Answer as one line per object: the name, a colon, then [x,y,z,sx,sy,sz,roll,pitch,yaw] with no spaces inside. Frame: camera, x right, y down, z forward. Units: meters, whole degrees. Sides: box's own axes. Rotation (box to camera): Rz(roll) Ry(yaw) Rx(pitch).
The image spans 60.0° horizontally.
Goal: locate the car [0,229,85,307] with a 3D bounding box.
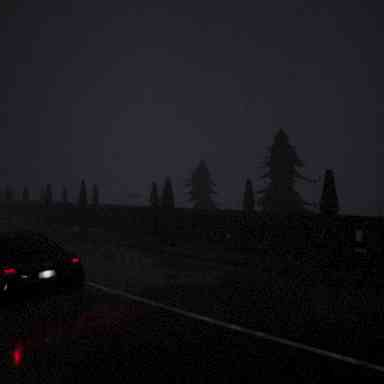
car: [-4.339,1.581,7.828,4.181,1.385,1.994,0,0,41]
